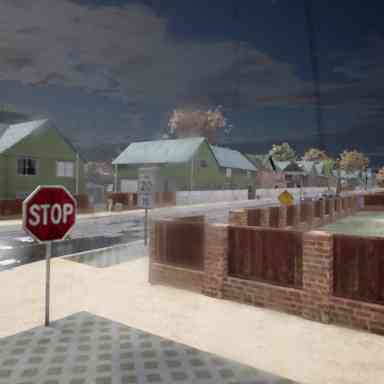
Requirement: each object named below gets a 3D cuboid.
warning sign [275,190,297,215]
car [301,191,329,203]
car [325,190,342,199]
[{"bbox_3d":[7.169,0.757,25.391,1.300,1.860,1.060,1,0,35],"label":"warning sign"},{"bbox_3d":[14.778,0.870,40.449,1.895,1.301,4.718,2,2,36],"label":"car"},{"bbox_3d":[20.349,0.444,48.422,2.097,1.767,4.553,2,2,35],"label":"car"}]
